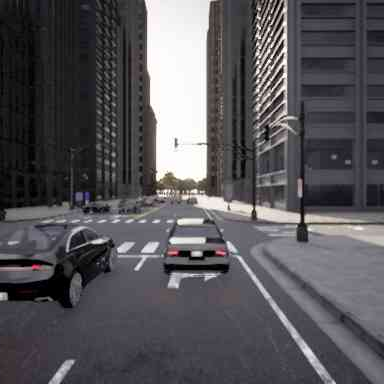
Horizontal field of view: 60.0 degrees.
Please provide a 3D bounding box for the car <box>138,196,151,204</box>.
[{"bbox_3d":[-9.692,1.560,67.830,1.882,1.535,5.008,0,0,0],"label":"car"}]

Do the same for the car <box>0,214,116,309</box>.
[{"bbox_3d":[-3.146,1.501,7.873,2.128,1.511,4.902,0,0,0],"label":"car"}]

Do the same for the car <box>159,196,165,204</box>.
[{"bbox_3d":[-6.445,1.567,66.989,1.882,1.535,5.008,0,0,0],"label":"car"}]

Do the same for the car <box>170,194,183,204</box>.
[{"bbox_3d":[-3.195,1.615,63.844,2.033,1.411,5.357,0,0,0],"label":"car"}]

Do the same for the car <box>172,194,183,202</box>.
[{"bbox_3d":[-3.187,1.288,74.235,2.097,1.767,4.553,0,0,0],"label":"car"}]

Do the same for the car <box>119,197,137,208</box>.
[{"bbox_3d":[-9.774,1.577,50.801,1.812,1.442,4.674,0,0,0],"label":"car"}]

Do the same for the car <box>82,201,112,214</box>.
[{"bbox_3d":[-9.816,1.636,34.602,1.895,1.301,4.718,0,0,0],"label":"car"}]

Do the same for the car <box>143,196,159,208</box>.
[{"bbox_3d":[-6.539,1.554,49.644,1.837,1.490,4.892,0,0,0],"label":"car"}]

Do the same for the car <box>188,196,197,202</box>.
[{"bbox_3d":[0.063,1.528,74.292,1.895,1.301,4.718,0,0,0],"label":"car"}]

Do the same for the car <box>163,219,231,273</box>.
[{"bbox_3d":[0.108,1.560,10.644,2.033,1.411,5.357,0,0,0],"label":"car"}]

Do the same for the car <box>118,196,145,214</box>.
[{"bbox_3d":[-6.564,1.540,35.385,1.837,1.490,4.892,0,0,0],"label":"car"}]

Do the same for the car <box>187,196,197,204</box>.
[{"bbox_3d":[0.055,1.632,64.257,1.994,1.385,4.181,0,0,0],"label":"car"}]
